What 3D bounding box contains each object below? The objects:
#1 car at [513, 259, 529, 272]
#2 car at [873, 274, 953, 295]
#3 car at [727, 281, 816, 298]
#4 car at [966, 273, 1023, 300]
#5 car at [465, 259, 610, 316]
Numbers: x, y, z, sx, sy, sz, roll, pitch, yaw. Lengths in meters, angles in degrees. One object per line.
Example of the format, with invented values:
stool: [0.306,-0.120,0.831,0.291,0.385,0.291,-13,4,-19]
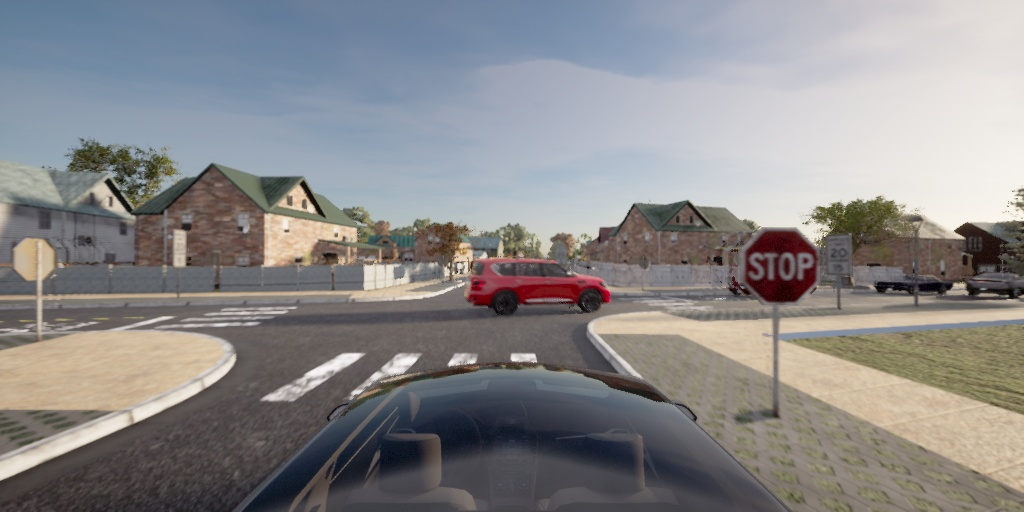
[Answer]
car: [1.572,1.611,62.844,2.150,2.045,5.566,0,-1,8]
car: [26.937,1.906,24.157,4.718,1.301,1.895,1,-1,-16]
car: [14.969,1.724,20.781,4.718,1.301,1.895,1,-1,-16]
car: [30.733,1.831,22.269,4.902,1.511,2.128,1,-1,-16]
car: [0.970,1.128,13.886,5.566,2.045,2.150,0,0,-16]
